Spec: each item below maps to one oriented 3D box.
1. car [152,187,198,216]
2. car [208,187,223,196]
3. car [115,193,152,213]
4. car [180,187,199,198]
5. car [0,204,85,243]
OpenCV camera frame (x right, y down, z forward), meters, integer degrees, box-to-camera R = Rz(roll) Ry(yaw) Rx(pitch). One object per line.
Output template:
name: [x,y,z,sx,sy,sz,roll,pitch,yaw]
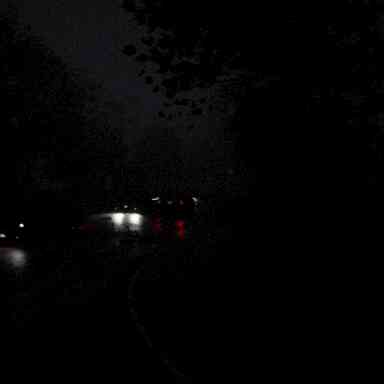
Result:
car: [-1.128,0.689,24.751,2.097,1.767,4.553,1,2,10]
car: [3.664,-0.105,51.332,1.994,1.385,4.181,1,3,10]
car: [-4.430,0.795,25.911,1.994,1.385,4.181,1,2,10]
car: [-0.334,0.006,48.148,1.895,1.301,4.718,1,3,11]
car: [-6.515,1.205,14.212,1.895,1.301,4.718,1,2,9]
